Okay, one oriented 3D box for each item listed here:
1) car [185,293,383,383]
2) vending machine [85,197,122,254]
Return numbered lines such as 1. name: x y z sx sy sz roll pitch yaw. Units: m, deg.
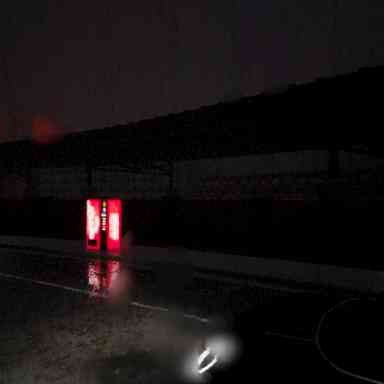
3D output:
1. car: 2.113 1.351 2.244 4.553 1.767 2.097 0 0 36
2. vending machine: -3.442 1.263 13.003 0.880 2.100 1.100 0 -1 30
